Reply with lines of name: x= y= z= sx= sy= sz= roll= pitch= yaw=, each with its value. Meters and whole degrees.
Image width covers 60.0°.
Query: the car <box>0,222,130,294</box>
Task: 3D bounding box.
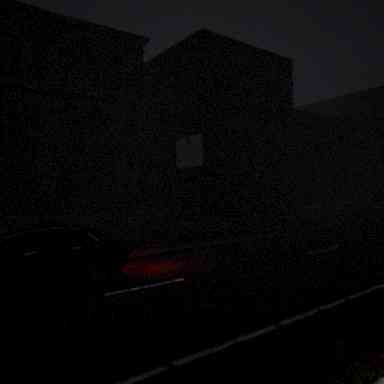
car: x=-3.876 y=1.504 z=7.741 sx=4.892 sy=1.490 sz=1.837 roll=-1 pitch=0 yaw=-36
